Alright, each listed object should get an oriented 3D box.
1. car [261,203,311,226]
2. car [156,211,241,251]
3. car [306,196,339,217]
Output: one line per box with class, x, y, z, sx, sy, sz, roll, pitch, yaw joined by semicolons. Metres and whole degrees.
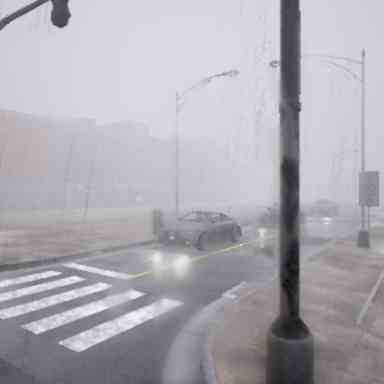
car;6.265;1.452;22.406;1.812;1.442;4.674;0;0;35
car;0.397;1.527;14.090;1.994;1.385;4.181;0;0;36
car;12.217;1.396;30.824;1.837;1.490;4.892;0;0;36
